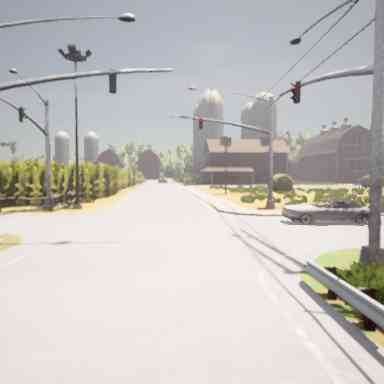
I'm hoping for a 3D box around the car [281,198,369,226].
[{"bbox_3d":[7.266,1.016,17.778,4.718,1.301,1.895,0,3,-3],"label":"car"}]

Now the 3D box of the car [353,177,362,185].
[{"bbox_3d":[41.332,-2.703,82.157,1.905,1.878,3.866,10,10,40],"label":"car"}]
